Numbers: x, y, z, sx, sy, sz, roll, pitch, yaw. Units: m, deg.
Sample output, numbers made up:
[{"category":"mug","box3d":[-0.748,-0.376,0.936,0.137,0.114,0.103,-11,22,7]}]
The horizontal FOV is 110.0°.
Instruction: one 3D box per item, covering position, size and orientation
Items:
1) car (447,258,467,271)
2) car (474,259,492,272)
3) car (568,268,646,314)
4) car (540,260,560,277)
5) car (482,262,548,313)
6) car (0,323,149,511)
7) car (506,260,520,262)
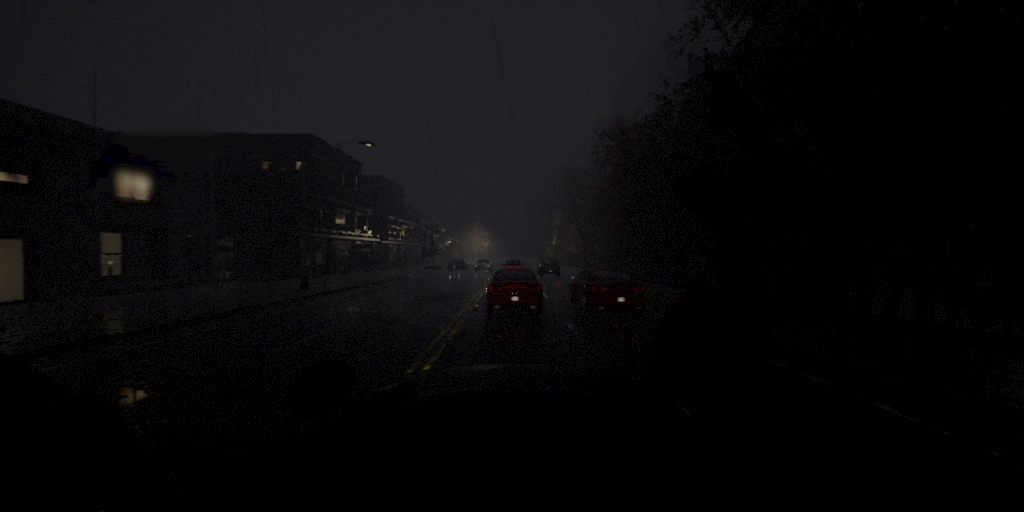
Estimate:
[{"category":"car","box3d":[-6.597,1.031,43.477,2.128,1.511,4.902,0,0,0]},{"category":"car","box3d":[-3.349,1.072,42.067,1.812,1.442,4.674,0,0,0]},{"category":"car","box3d":[3.345,1.168,13.461,1.882,1.535,5.008,0,0,0]},{"category":"car","box3d":[3.338,1.083,33.221,2.128,1.511,4.902,0,0,0]},{"category":"car","box3d":[0.096,1.167,13.668,1.882,1.535,5.008,0,0,0]},{"category":"car","box3d":[-3.351,1.109,0.270,2.097,1.767,4.553,0,0,0]},{"category":"car","box3d":[0.089,1.094,33.569,1.837,1.490,4.892,0,0,0]}]
